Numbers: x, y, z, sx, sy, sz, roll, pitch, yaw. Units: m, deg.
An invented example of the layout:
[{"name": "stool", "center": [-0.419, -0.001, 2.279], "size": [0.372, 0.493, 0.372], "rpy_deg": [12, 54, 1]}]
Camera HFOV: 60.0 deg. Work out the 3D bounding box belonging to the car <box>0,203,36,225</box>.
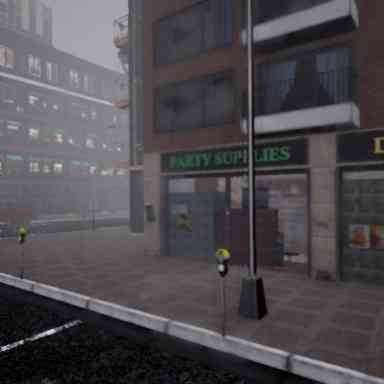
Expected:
[{"name": "car", "center": [-15.339, 1.806, 27.051], "size": [2.192, 1.841, 5.009], "rpy_deg": [-2, -2, 35]}]
